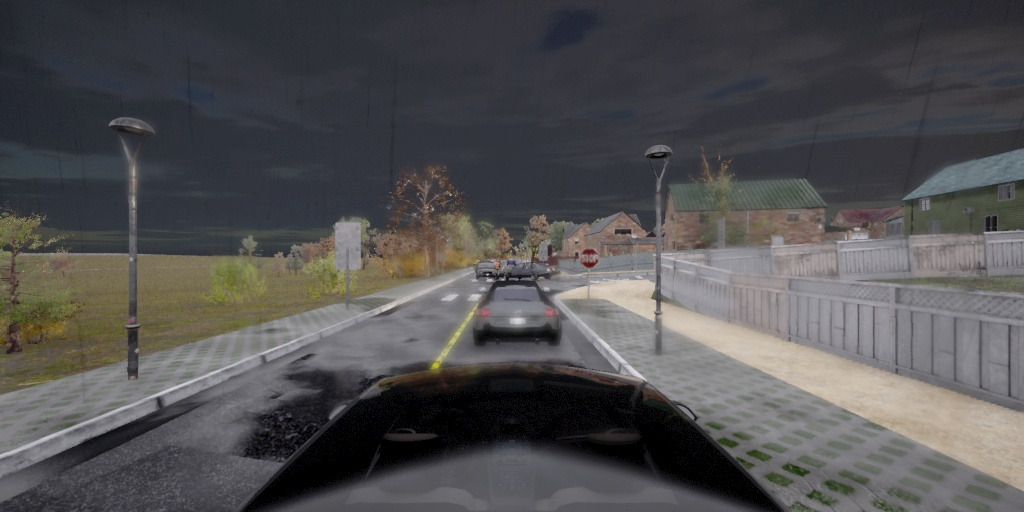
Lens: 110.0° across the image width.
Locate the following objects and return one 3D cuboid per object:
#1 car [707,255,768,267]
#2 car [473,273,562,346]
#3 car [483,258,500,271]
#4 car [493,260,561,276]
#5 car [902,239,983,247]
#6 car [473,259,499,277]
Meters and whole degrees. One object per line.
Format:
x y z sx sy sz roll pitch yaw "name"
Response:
14.353 0.413 22.815 4.181 1.385 1.994 -3 0 16 "car"
0.089 1.313 9.400 1.994 1.385 4.181 0 0 -1 "car"
-2.928 1.120 51.139 2.097 1.767 4.553 0 0 1 "car"
1.293 1.198 28.417 5.357 1.411 2.033 -4 -3 43 "car"
23.857 -0.208 20.409 4.902 1.511 2.128 -3 0 14 "car"
-2.299 1.257 31.322 1.837 1.490 4.892 0 0 -8 "car"
